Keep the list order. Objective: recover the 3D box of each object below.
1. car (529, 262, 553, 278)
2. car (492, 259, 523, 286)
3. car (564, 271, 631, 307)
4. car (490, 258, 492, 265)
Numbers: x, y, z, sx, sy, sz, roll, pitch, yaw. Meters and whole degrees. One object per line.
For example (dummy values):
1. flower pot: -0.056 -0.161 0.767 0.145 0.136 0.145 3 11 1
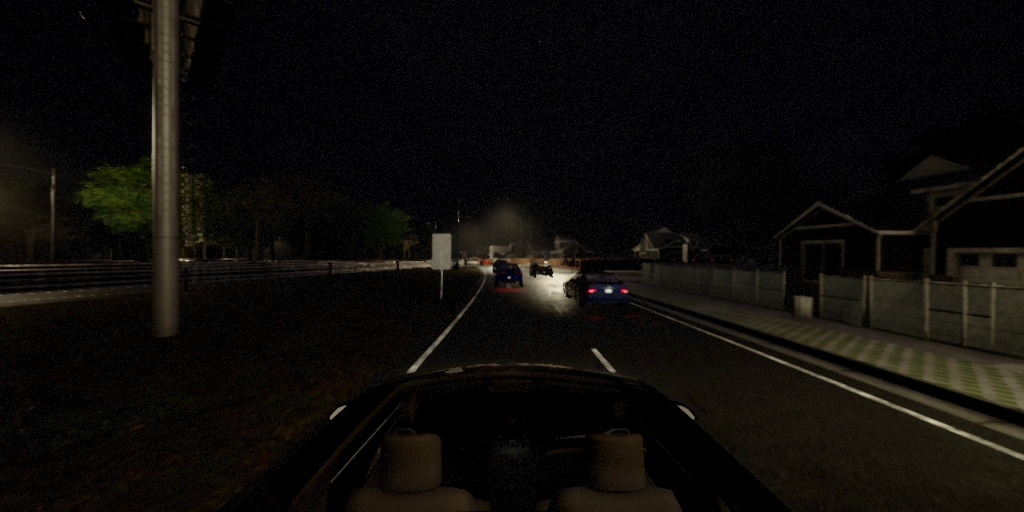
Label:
1. car: 2.752 1.283 34.784 2.128 1.511 4.902 1 0 -4
2. car: -0.287 1.238 25.858 1.882 1.535 5.008 1 0 -2
3. car: 3.554 1.350 15.826 2.033 1.411 5.357 1 0 -1
4. car: -1.373 1.251 42.798 1.837 1.490 4.892 1 0 -5
